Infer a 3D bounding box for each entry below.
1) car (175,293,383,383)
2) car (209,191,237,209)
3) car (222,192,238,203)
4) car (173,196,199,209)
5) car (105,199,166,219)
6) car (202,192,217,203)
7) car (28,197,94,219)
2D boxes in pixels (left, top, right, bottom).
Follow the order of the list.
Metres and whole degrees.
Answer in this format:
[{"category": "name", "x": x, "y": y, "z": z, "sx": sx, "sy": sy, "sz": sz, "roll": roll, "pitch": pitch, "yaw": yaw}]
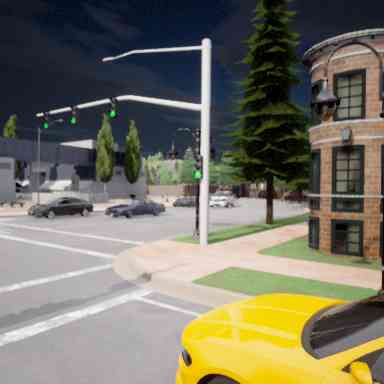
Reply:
[{"category": "car", "x": 2.146, "y": 1.484, "z": 2.436, "sx": 5.008, "sy": 1.535, "sz": 1.882, "roll": 1, "pitch": 1, "yaw": 36}, {"category": "car", "x": 3.719, "y": 0.903, "z": 40.611, "sx": 2.150, "sy": 2.045, "sz": 5.566, "roll": 1, "pitch": 1, "yaw": 19}, {"category": "car", "x": 6.522, "y": 0.838, "z": 57.604, "sx": 2.097, "sy": 1.767, "sz": 4.553, "roll": 1, "pitch": 1, "yaw": -3}, {"category": "car", "x": -0.654, "y": 1.202, "z": 39.355, "sx": 1.994, "sy": 1.385, "sz": 4.181, "roll": 1, "pitch": 1, "yaw": 23}, {"category": "car", "x": -4.312, "y": 1.256, "z": 26.418, "sx": 2.033, "sy": 1.411, "sz": 5.357, "roll": 1, "pitch": 1, "yaw": 35}, {"category": "car", "x": 3.024, "y": 0.936, "z": 57.442, "sx": 2.097, "sy": 1.767, "sz": 4.553, "roll": 1, "pitch": 1, "yaw": -3}, {"category": "car", "x": -9.698, "y": 1.156, "z": 24.871, "sx": 1.837, "sy": 1.490, "sz": 4.892, "roll": 1, "pitch": 1, "yaw": 35}]
